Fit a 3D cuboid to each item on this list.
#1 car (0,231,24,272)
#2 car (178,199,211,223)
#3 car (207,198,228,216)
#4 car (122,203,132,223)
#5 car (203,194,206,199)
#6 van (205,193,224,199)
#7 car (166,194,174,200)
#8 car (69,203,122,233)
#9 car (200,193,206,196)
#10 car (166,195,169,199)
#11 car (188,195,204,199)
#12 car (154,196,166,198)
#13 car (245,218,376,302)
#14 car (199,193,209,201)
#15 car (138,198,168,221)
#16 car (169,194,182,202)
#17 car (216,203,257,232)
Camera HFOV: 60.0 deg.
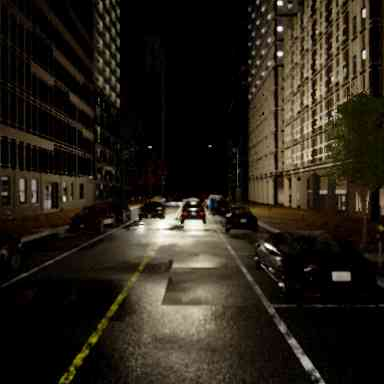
[{"bbox_3d":[-5.692,1.566,8.072,1.802,1.307,4.206,0,0,0],"label":"car"},{"bbox_3d":[0.091,1.496,24.899,2.033,1.411,5.357,0,0,0],"label":"car"},{"bbox_3d":[2.682,1.500,30.835,1.947,1.339,4.313,0,0,0],"label":"car"},{"bbox_3d":[-5.697,1.514,25.149,1.947,1.339,4.313,0,0,0],"label":"car"},{"bbox_3d":[2.679,1.345,42.220,1.967,1.590,4.097,0,0,0],"label":"car"},{"bbox_3d":[2.681,1.261,36.529,1.690,1.788,3.998,0,0,0],"label":"van"},{"bbox_3d":[-5.717,1.326,87.767,1.947,1.339,4.313,0,0,0],"label":"car"},{"bbox_3d":[-5.695,1.505,19.456,1.887,1.381,4.507,0,0,0],"label":"car"},{"bbox_3d":[2.673,1.152,64.988,2.192,1.841,5.009,0,0,0],"label":"car"},{"bbox_3d":[-5.708,1.405,59.306,2.008,1.369,4.403,0,0,0],"label":"car"},{"bbox_3d":[0.085,1.453,41.982,2.033,1.411,5.357,0,0,0],"label":"car"},{"bbox_3d":[-5.706,1.398,53.442,1.752,1.417,4.829,0,0,0],"label":"car"},{"bbox_3d":[2.689,1.550,8.067,1.947,1.339,4.313,0,0,0],"label":"car"},{"bbox_3d":[2.669,1.115,76.373,2.192,1.841,5.009,0,0,0],"label":"car"},{"bbox_3d":[-3.108,1.470,26.691,1.812,1.442,4.674,0,0,0],"label":"car"},{"bbox_3d":[-3.024,1.420,67.848,1.895,1.301,4.718,0,0,0],"label":"car"},{"bbox_3d":[2.685,1.527,19.451,1.947,1.339,4.313,0,0,0],"label":"car"}]
